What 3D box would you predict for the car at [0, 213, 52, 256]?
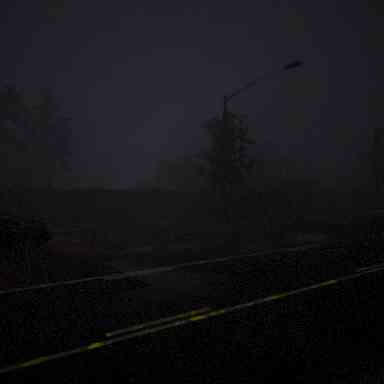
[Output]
[{"bbox_3d":[-7.501,1.496,11.538,4.902,1.511,2.128,0,0,-35],"label":"car"}]
